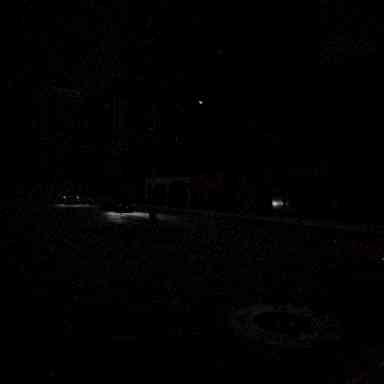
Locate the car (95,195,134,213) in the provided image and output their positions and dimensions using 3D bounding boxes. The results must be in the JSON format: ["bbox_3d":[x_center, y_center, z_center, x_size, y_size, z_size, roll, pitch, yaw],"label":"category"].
[{"bbox_3d":[-7.019,1.051,30.838,1.837,1.490,4.892,1,0,-35],"label":"car"}]

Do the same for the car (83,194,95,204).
[{"bbox_3d":[-14.685,0.977,46.778,1.895,1.301,4.718,1,0,-35],"label":"car"}]

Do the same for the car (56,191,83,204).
[{"bbox_3d":[-16.778,0.614,44.810,2.097,1.767,4.553,1,0,-35],"label":"car"}]
